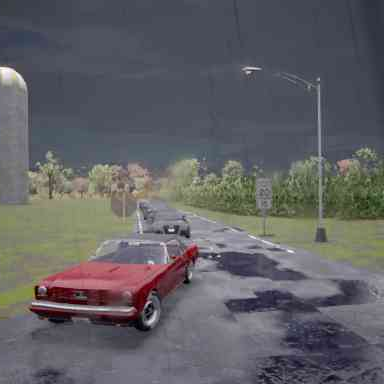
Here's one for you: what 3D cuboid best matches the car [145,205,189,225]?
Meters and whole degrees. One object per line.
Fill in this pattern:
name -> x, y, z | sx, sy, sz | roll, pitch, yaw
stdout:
car -> -1.315, 1.648, 17.793 | 1.994, 1.385, 4.181 | -1, 0, -10

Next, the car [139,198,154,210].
car -> -6.650, 1.694, 48.172 | 1.882, 1.535, 5.008 | -1, 0, -10

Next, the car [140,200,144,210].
car -> -3.361, 1.700, 29.864 | 1.994, 1.385, 4.181 | -1, 0, -10

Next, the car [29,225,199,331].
car -> -1.205, 1.653, 7.197 | 1.895, 1.301, 4.718 | 0, 0, 13

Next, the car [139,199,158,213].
car -> -5.534, 1.680, 42.085 | 2.128, 1.511, 4.902 | -1, 0, -10

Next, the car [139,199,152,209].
car -> -4.390, 1.708, 35.731 | 2.033, 1.411, 5.357 | -1, 0, -10

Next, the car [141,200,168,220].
car -> -2.259, 1.600, 23.440 | 2.128, 1.511, 4.902 | -1, 0, -10
